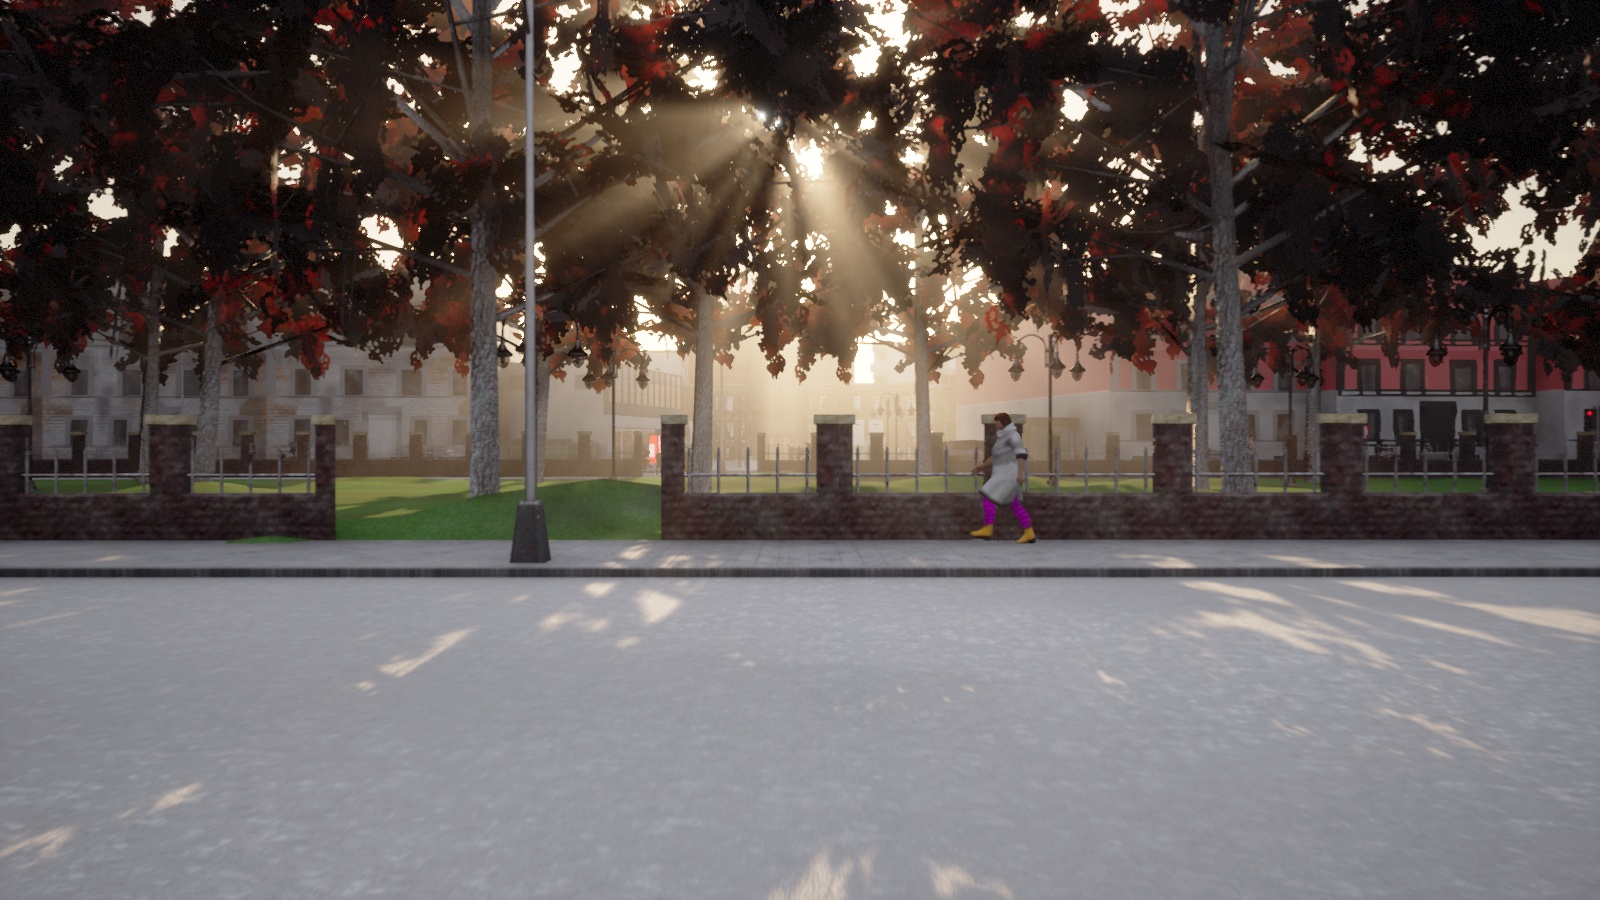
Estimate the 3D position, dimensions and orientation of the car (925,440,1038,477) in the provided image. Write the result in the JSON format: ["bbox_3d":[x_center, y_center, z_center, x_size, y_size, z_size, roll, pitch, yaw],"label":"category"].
[{"bbox_3d":[8.198,0.366,57.089,4.856,1.649,2.033,0,0,0],"label":"car"}]

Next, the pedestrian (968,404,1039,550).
[{"bbox_3d":[2.774,0.363,17.183,0.873,1.952,0.659,0,0,0],"label":"pedestrian"}]

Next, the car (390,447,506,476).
[{"bbox_3d":[-15.993,0.521,57.219,4.718,1.301,1.895,0,0,0],"label":"car"}]
